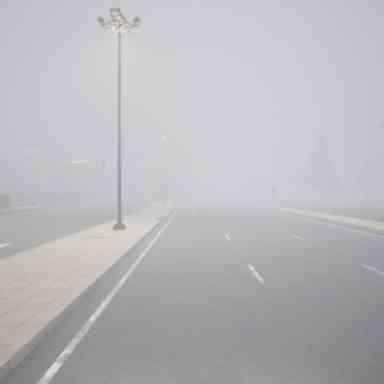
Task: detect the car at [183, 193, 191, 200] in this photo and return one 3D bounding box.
[{"bbox_3d":[-1.328,1.470,87.073,1.994,1.385,4.181,0,0,0],"label":"car"}]
